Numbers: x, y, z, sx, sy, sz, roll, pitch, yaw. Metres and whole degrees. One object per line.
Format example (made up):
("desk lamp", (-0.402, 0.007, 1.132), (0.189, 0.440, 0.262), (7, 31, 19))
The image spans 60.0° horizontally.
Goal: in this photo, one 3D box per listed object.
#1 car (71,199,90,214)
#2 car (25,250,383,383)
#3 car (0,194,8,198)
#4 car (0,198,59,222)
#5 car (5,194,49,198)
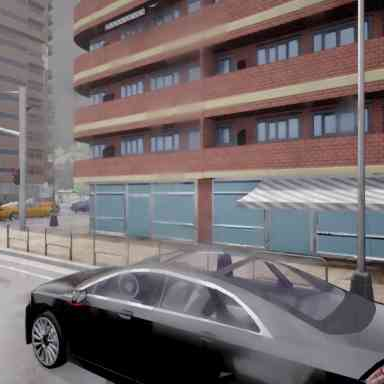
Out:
("car", (-10.708, 1.526, 35.807), (1.812, 1.442, 4.674), (0, 0, 36))
("car", (-0.140, 1.491, 4.088), (4.902, 1.511, 2.128), (0, 0, 35))
("car", (-20.151, 1.221, 34.999), (2.150, 2.045, 5.566), (0, 0, 35))
("car", (-13.085, 1.477, 26.507), (1.882, 1.535, 5.008), (0, 0, 36))
("car", (-16.226, 1.352, 34.442), (2.097, 1.767, 4.553), (0, 0, 36))
